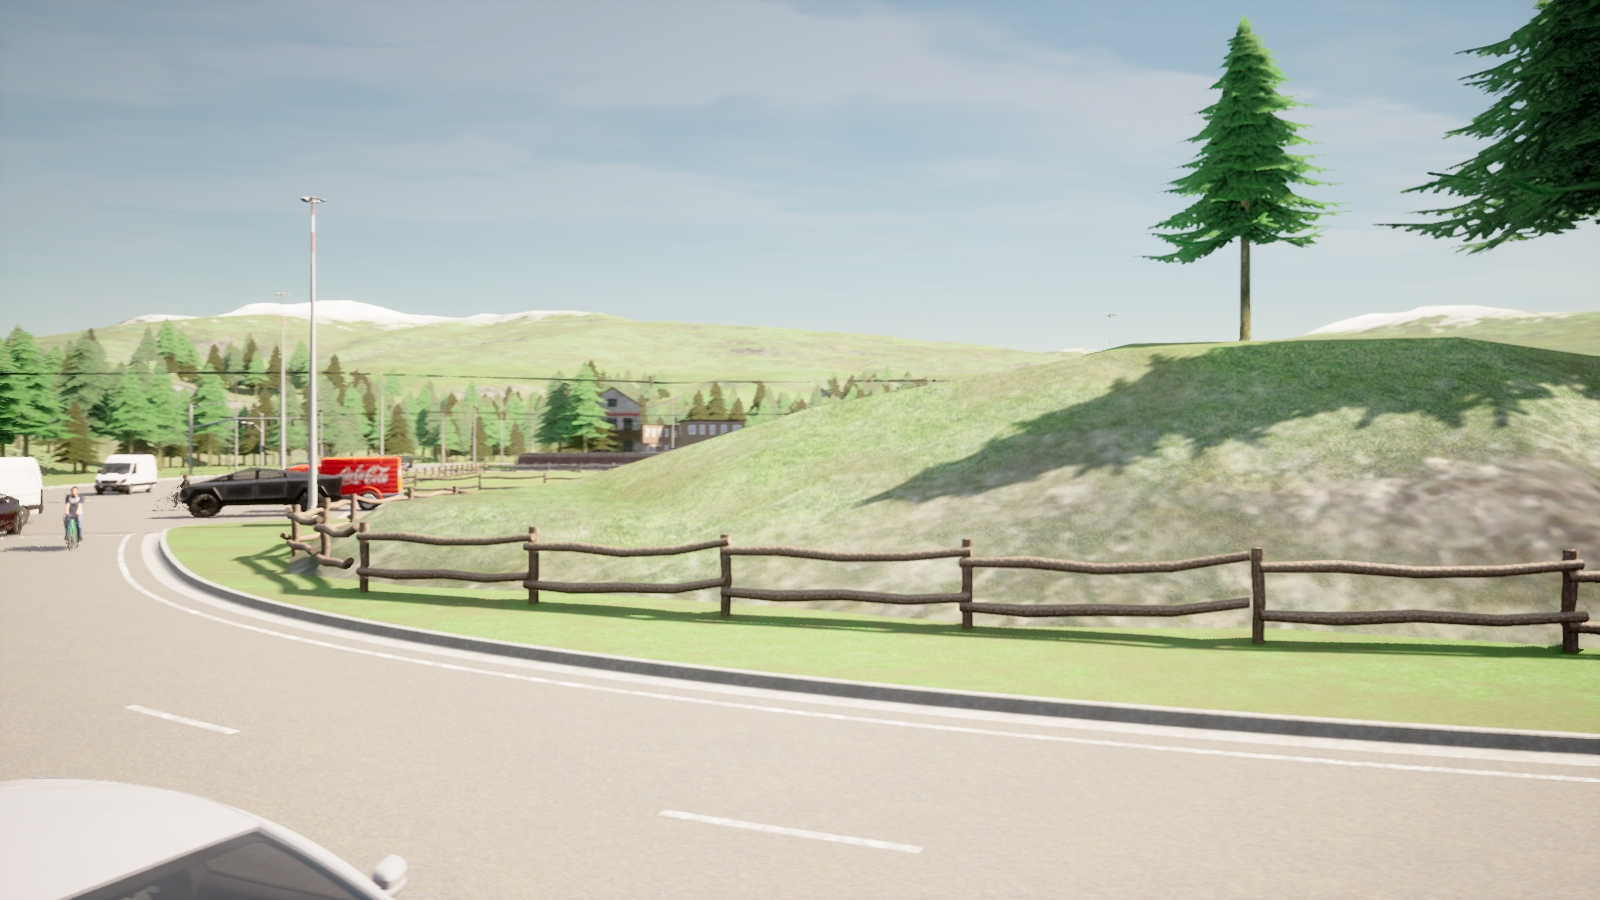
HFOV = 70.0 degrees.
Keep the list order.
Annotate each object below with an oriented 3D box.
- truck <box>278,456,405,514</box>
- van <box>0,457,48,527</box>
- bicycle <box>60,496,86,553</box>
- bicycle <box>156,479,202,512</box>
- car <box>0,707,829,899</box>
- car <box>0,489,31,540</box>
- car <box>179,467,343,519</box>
[{"bbox_3d":[-21.506,1.596,53.846,5.204,2.467,2.627,-1,0,-15],"label":"truck"},{"bbox_3d":[-30.547,1.576,41.514,1.988,2.561,5.915,-1,0,7],"label":"van"},{"bbox_3d":[-20.486,2.088,32.217,0.373,1.496,1.643,0,0,-24],"label":"bicycle"},{"bbox_3d":[-29.009,2.111,53.356,1.835,1.471,0.329,0,3,-40],"label":"bicycle"},{"bbox_3d":[-2.611,2.039,3.965,5.006,1.535,2.097,0,0,22],"label":"car"},{"bbox_3d":[-26.305,2.076,36.222,2.007,1.525,4.514,0,0,-17],"label":"car"},{"bbox_3d":[-23.133,1.799,49.247,6.274,2.098,2.390,0,0,-25],"label":"car"}]
